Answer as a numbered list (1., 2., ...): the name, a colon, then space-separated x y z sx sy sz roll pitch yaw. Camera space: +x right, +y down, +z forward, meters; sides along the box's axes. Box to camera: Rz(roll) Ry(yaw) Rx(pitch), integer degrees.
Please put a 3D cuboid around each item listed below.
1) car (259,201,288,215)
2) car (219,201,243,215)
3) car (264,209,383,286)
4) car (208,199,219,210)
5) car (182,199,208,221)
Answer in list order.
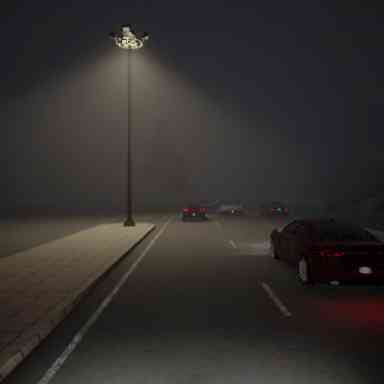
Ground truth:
1. car: 7.267 1.515 29.796 2.033 1.411 5.357 0 0 3
2. car: 3.984 1.565 33.292 1.895 1.301 4.718 0 0 4
3. car: 3.600 1.467 9.388 1.882 1.535 5.008 0 0 0
4. car: 2.263 1.518 42.141 1.994 1.385 4.181 0 0 14
5. car: 0.185 1.496 27.117 1.812 1.442 4.674 0 0 1
